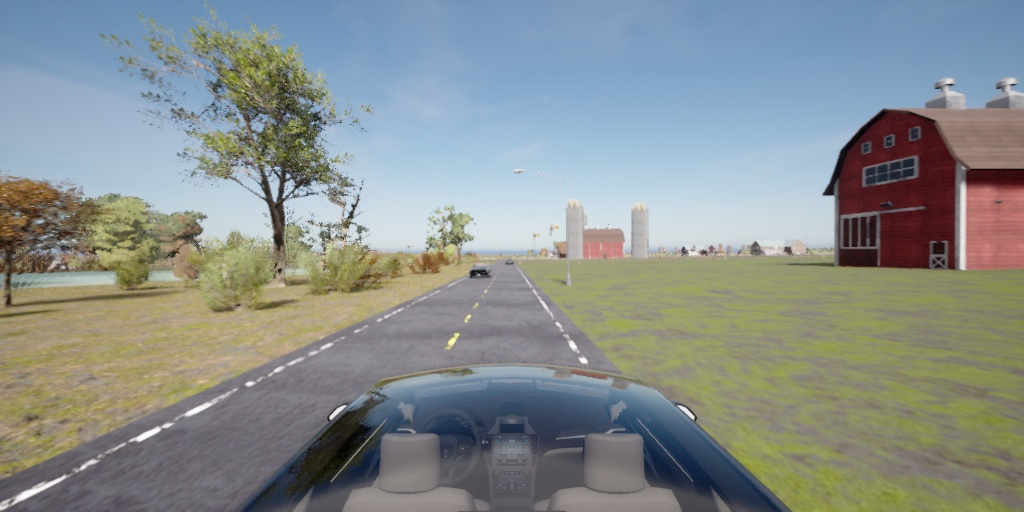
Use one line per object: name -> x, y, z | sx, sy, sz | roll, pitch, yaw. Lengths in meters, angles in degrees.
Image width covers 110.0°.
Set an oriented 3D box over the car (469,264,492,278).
car -> -2.954, 1.368, 33.806 | 1.895, 1.301, 4.718 | 0, 0, 0
